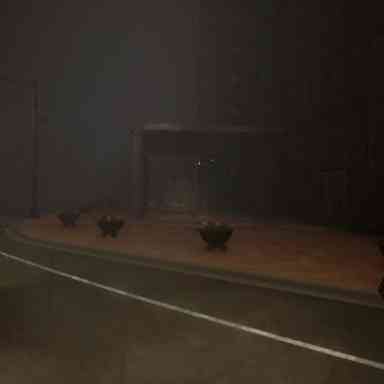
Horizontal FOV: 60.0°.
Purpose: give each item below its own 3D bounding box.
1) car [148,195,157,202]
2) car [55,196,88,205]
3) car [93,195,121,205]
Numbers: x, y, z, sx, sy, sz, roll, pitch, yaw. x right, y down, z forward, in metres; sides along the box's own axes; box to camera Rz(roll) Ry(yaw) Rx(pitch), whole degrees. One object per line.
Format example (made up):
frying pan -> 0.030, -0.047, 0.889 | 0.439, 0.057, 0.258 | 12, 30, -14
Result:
car -> -8.611, 1.277, 64.872 | 1.812, 1.442, 4.674 | 0, 0, 35
car -> -18.573, 1.335, 51.381 | 1.895, 1.301, 4.718 | 1, 0, 42
car -> -13.051, 1.272, 51.498 | 1.837, 1.490, 4.892 | -1, 0, 29
